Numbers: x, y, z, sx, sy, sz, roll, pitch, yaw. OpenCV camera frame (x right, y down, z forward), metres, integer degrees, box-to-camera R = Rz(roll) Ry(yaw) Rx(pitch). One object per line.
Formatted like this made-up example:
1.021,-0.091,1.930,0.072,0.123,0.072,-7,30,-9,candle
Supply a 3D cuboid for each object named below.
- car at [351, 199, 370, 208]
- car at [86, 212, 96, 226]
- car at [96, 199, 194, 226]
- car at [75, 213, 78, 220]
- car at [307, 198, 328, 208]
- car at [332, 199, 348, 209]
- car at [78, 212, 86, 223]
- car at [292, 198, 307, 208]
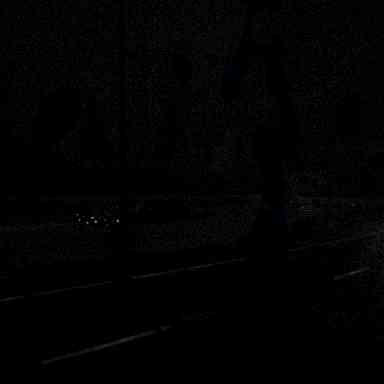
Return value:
24.918,1.842,49.137,1.882,1.535,5.008,-1,-1,36,car
-4.023,1.525,23.041,5.566,2.045,2.150,0,-1,-39,car
-2.440,1.476,19.809,5.566,2.045,2.150,0,-1,-39,car
-7.652,2.008,29.106,4.718,1.301,1.895,0,-1,-40,car
21.925,1.836,57.217,2.097,1.767,4.553,-1,-1,33,car
24.233,1.909,54.399,1.882,1.535,5.008,-1,-1,34,car
-6.007,1.957,25.928,4.718,1.301,1.895,0,-1,-40,car
19.511,1.893,59.920,2.097,1.767,4.553,-1,-1,33,car
